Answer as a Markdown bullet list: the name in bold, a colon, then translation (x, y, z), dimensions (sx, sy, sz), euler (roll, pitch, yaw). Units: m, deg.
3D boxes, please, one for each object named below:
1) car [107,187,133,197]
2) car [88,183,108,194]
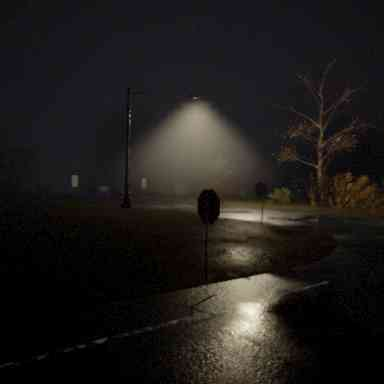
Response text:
- **car**: translation (-11.152, 0.028, 52.253), dimensions (1.895, 1.301, 4.718), euler (1, 1, -36)
- **car**: translation (-16.974, -0.673, 60.374), dimensions (2.150, 2.045, 5.566), euler (1, 1, -36)
